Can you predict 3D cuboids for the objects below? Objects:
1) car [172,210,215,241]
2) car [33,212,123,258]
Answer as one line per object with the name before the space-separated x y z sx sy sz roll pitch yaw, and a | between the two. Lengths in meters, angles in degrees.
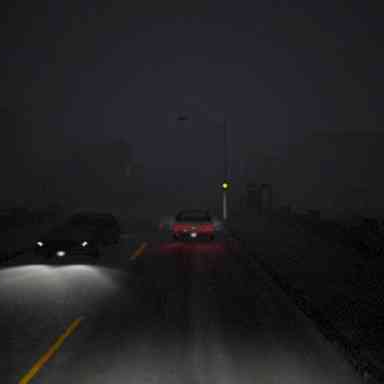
car | 0.088 1.528 16.344 1.895 1.301 4.718 0 0 1
car | -3.998 1.491 12.805 2.033 1.411 5.357 0 0 0
